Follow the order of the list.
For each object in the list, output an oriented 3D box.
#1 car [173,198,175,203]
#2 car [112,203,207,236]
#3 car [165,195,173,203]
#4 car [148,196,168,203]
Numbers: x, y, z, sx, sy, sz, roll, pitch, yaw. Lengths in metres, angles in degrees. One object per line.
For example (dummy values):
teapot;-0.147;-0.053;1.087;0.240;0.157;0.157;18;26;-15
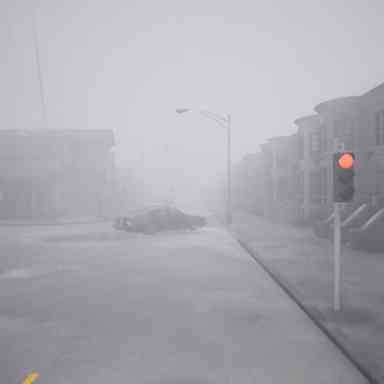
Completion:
car;-4.143;1.352;58.411;2.097;1.767;4.553;0;0;0
car;-1.669;1.547;18.348;5.357;1.411;2.033;0;0;-40
car;-4.160;1.505;48.619;1.837;1.490;4.892;0;0;0
car;-4.158;1.526;39.433;1.812;1.442;4.674;0;0;-1
